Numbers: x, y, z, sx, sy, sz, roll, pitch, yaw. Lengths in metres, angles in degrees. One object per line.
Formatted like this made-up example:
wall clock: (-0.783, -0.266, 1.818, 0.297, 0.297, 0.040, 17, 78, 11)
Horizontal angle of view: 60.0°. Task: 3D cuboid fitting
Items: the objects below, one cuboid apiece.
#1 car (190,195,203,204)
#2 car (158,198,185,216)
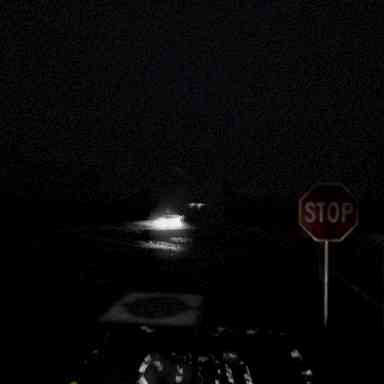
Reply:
car: (0.766, 1.123, 54.193, 2.033, 1.411, 5.357, 0, 0, 7)
car: (-1.701, 1.270, 28.987, 2.128, 1.511, 4.902, 0, 1, 5)
